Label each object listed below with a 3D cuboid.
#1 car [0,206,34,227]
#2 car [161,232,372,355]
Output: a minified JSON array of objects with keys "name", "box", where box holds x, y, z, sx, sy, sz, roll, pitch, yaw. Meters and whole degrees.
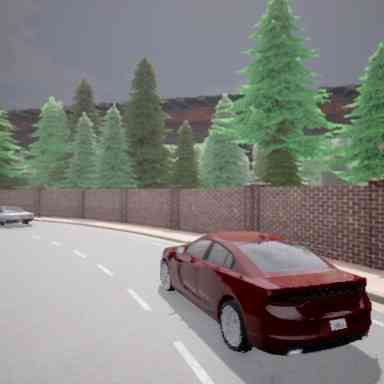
[{"name":"car","box":[-13.179,1.645,23.238,4.718,1.301,1.895,0,0,34]},{"name":"car","box":[0.871,1.502,6.415,1.882,1.535,5.008,1,-1,-22]}]
